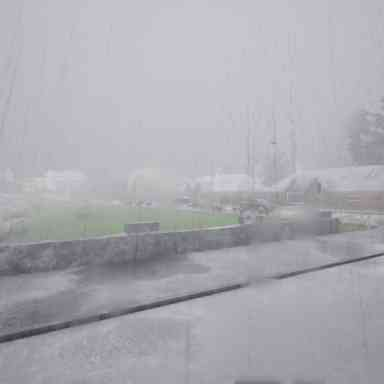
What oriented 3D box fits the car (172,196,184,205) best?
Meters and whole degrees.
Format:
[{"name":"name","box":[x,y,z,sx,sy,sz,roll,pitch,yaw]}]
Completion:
[{"name":"car","box":[-1.653,1.478,57.635,1.882,1.535,5.008,0,0,-35]}]

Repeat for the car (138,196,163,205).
[{"name":"car","box":[-7.929,1.603,59.469,2.033,1.411,5.357,0,0,-35]}]

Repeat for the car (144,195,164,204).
[{"name":"car","box":[-7.579,1.478,65.868,1.882,1.535,5.008,0,0,-35]}]

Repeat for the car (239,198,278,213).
[{"name":"car","box":[7.466,1.505,37.703,1.837,1.490,4.892,0,0,-35]}]

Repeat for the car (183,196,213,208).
[{"name":"car","box":[1.129,1.564,46.604,1.994,1.385,4.181,0,0,-36]}]
